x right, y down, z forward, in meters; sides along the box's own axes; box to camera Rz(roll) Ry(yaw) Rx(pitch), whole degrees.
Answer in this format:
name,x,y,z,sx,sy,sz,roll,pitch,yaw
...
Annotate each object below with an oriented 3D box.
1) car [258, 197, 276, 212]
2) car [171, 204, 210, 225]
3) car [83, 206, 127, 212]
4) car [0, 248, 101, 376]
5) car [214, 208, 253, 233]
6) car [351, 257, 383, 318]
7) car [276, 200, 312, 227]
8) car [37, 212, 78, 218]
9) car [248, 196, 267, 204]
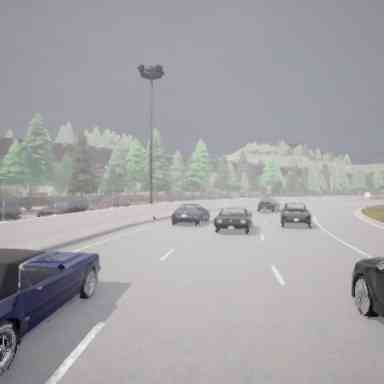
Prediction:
name,x,y,z,sx,sy,sz,roll,pitch,yaw
car,8.660,1.439,37.253,1.837,1.490,4.892,0,0,24
car,-0.008,1.501,23.494,1.994,1.385,4.181,0,0,15
car,-6.564,1.255,26.664,2.097,1.767,4.553,0,0,16
car,-3.089,1.574,5.439,1.895,1.301,4.718,0,0,4
car,2.532,1.559,19.431,1.895,1.301,4.718,0,0,13
car,3.885,1.494,4.478,2.128,1.511,4.902,0,0,3
car,6.911,1.459,22.362,2.128,1.511,4.902,0,0,15
car,-10.161,1.435,27.075,2.033,1.411,5.357,0,0,15
car,12.558,1.443,63.612,1.994,1.385,4.181,0,0,39
